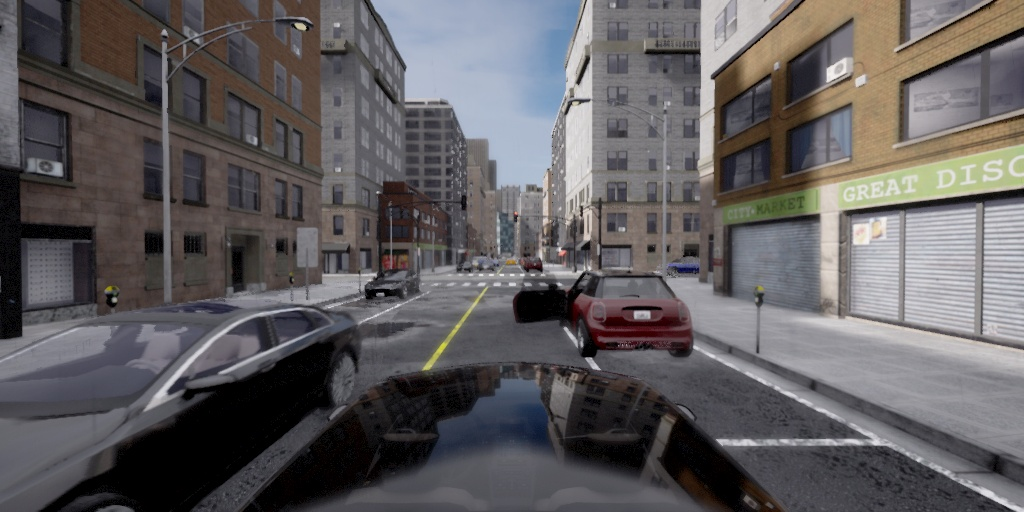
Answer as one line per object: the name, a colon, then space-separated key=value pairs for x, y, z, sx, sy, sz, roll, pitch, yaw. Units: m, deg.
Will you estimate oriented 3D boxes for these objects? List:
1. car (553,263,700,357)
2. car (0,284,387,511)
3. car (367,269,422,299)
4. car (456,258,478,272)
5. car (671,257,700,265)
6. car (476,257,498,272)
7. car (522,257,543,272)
car: x=2.370 y=1.095 z=8.663 sx=2.097 sy=1.767 sz=4.553 roll=0 pitch=0 yaw=0
car: x=-3.101 y=1.240 z=3.308 sx=2.128 sy=1.511 sz=4.902 roll=0 pitch=0 yaw=0
car: x=-5.713 y=1.302 z=17.738 sx=1.948 sy=1.339 sz=4.313 roll=0 pitch=0 yaw=0
car: x=-5.791 y=1.302 z=44.611 sx=1.948 sy=1.339 sz=4.313 roll=0 pitch=0 yaw=0
car: x=15.680 y=0.900 z=32.939 sx=4.553 sy=1.767 sz=2.097 roll=-1 pitch=1 yaw=0
car: x=-3.223 y=1.228 z=46.030 sx=2.128 sy=1.511 sz=4.902 roll=0 pitch=0 yaw=0
car: x=2.736 y=1.051 z=44.634 sx=2.192 sy=1.841 sz=5.009 roll=0 pitch=0 yaw=0
